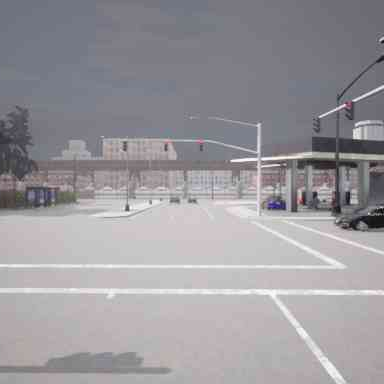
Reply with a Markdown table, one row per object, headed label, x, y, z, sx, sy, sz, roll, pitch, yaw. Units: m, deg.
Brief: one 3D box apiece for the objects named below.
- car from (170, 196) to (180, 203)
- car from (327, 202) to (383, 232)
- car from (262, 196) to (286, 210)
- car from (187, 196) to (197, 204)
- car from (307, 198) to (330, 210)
| label | x | y | z | sx | sy | sz | roll | pitch | yaw |
| --- | --- | --- | --- | --- | --- | --- | --- | --- | --- |
| car | -3.358 | 1.490 | 66.287 | 2.128 | 1.511 | 4.902 | 0 | 0 | 0 |
| car | 10.892 | 1.506 | 19.485 | 4.892 | 1.490 | 1.837 | 0 | 0 | -1 |
| car | 9.735 | 1.294 | 39.683 | 2.242 | 1.667 | 4.611 | 0 | 0 | 0 |
| car | 0.040 | 1.546 | 64.364 | 2.033 | 1.411 | 5.357 | 0 | 0 | 0 |
| car | 15.480 | 1.455 | 40.442 | 1.970 | 1.475 | 3.806 | 0 | 0 | 0 |
